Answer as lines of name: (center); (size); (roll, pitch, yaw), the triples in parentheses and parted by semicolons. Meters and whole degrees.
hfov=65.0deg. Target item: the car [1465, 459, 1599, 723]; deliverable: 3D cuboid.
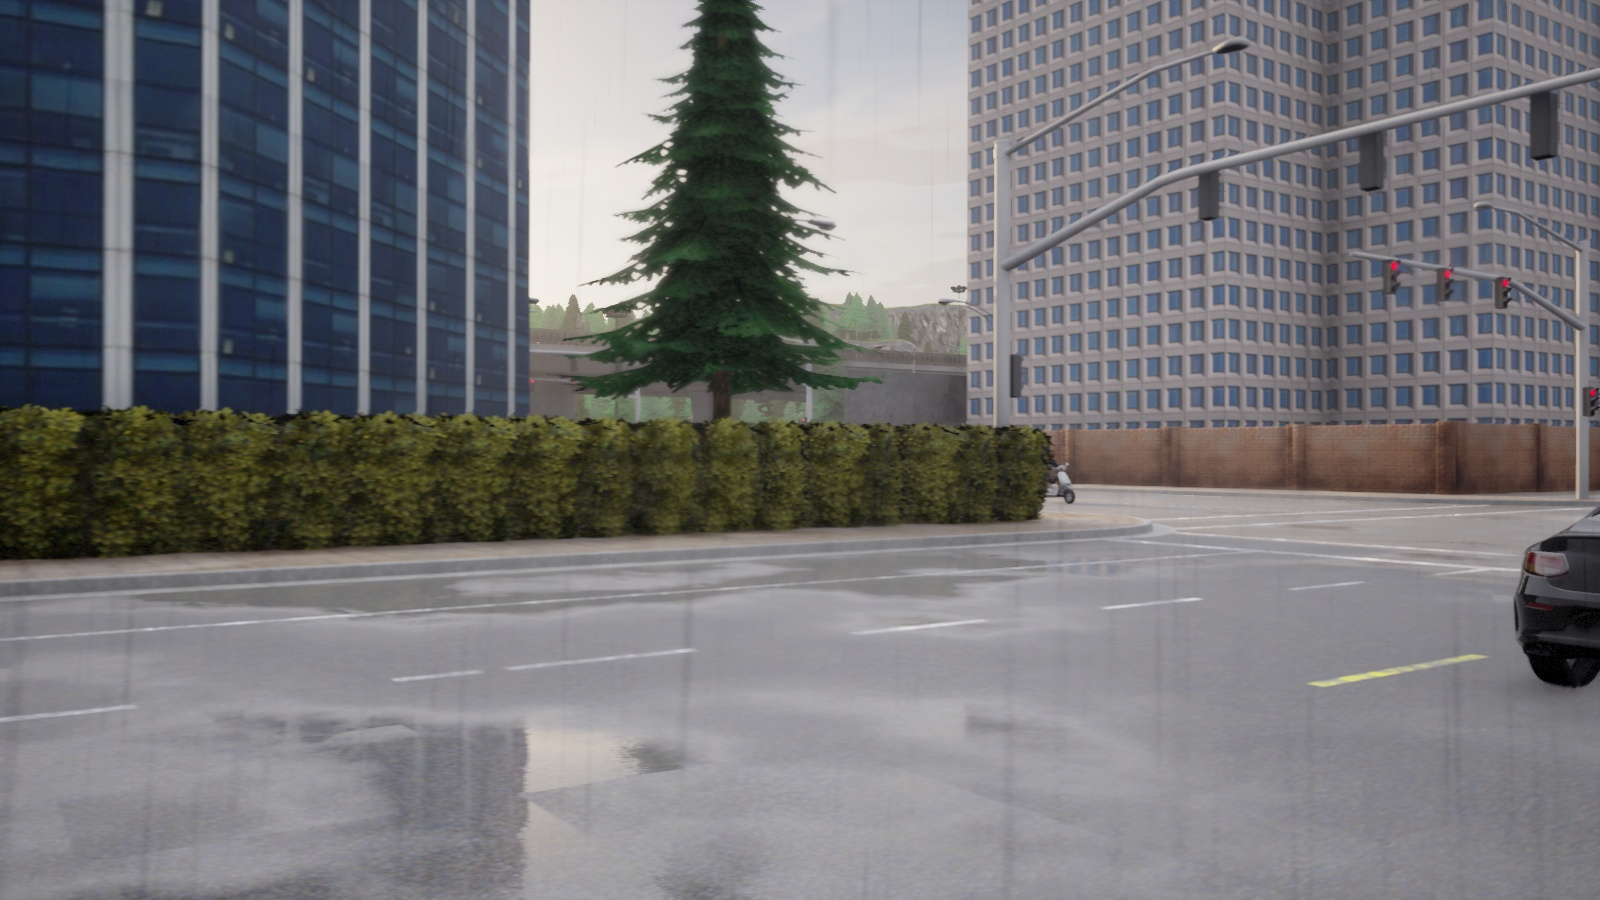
car: (6.431, 0.777, 8.134); (4.674, 1.442, 1.812); (0, 0, -35)

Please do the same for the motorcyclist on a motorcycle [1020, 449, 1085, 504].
motorcyclist on a motorcycle: (7.544, 0.775, 37.650); (0.866, 1.590, 1.817); (0, 0, -34)
